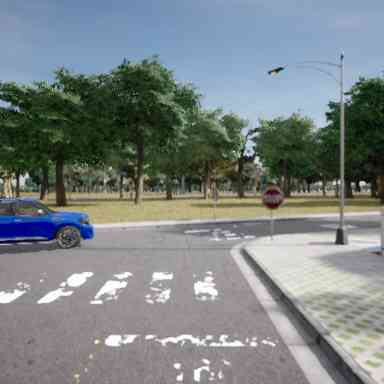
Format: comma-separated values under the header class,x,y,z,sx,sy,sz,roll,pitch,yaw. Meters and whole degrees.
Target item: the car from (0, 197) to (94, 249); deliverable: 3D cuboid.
class,x,y,z,sx,sy,sz,roll,pitch,yaw
car,-6.745,1.227,12.928,5.566,2.045,2.150,-1,0,-23
